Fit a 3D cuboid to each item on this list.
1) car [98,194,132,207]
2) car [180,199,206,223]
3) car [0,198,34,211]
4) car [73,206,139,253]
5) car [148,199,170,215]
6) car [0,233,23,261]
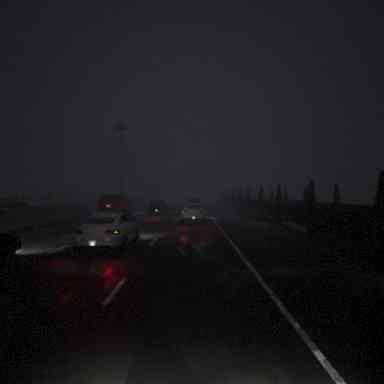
[{"bbox_3d":[-6.891,1.224,30.074,2.150,2.045,5.566,0,0,0],"label":"car"},{"bbox_3d":[0.108,1.528,25.118,1.812,1.442,4.674,0,0,0],"label":"car"},{"bbox_3d":[-14.090,1.507,26.084,1.837,1.490,4.892,0,0,0],"label":"car"},{"bbox_3d":[-3.395,1.527,13.665,1.812,1.442,4.674,0,0,0],"label":"car"},{"bbox_3d":[-3.390,1.508,34.272,1.837,1.490,4.892,0,0,0],"label":"car"},{"bbox_3d":[-6.897,1.548,9.257,2.033,1.411,5.357,0,0,0],"label":"car"}]
